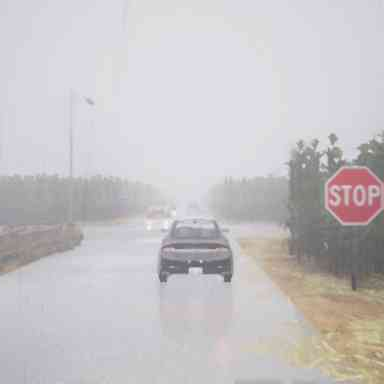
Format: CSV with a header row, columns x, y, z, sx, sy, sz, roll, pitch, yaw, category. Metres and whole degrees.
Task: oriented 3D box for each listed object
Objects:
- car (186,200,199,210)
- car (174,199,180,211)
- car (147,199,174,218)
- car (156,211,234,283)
x,y,z,sx,sy,sz,roll,pitch,yaw,category
0.114,1.977,51.346,2.033,1.411,5.357,0,-1,0,car
-3.181,1.718,46.873,2.097,1.767,4.553,0,-1,0,car
-3.190,1.626,33.202,2.097,1.767,4.553,0,-1,0,car
0.089,1.528,9.749,2.128,1.511,4.902,0,0,0,car
